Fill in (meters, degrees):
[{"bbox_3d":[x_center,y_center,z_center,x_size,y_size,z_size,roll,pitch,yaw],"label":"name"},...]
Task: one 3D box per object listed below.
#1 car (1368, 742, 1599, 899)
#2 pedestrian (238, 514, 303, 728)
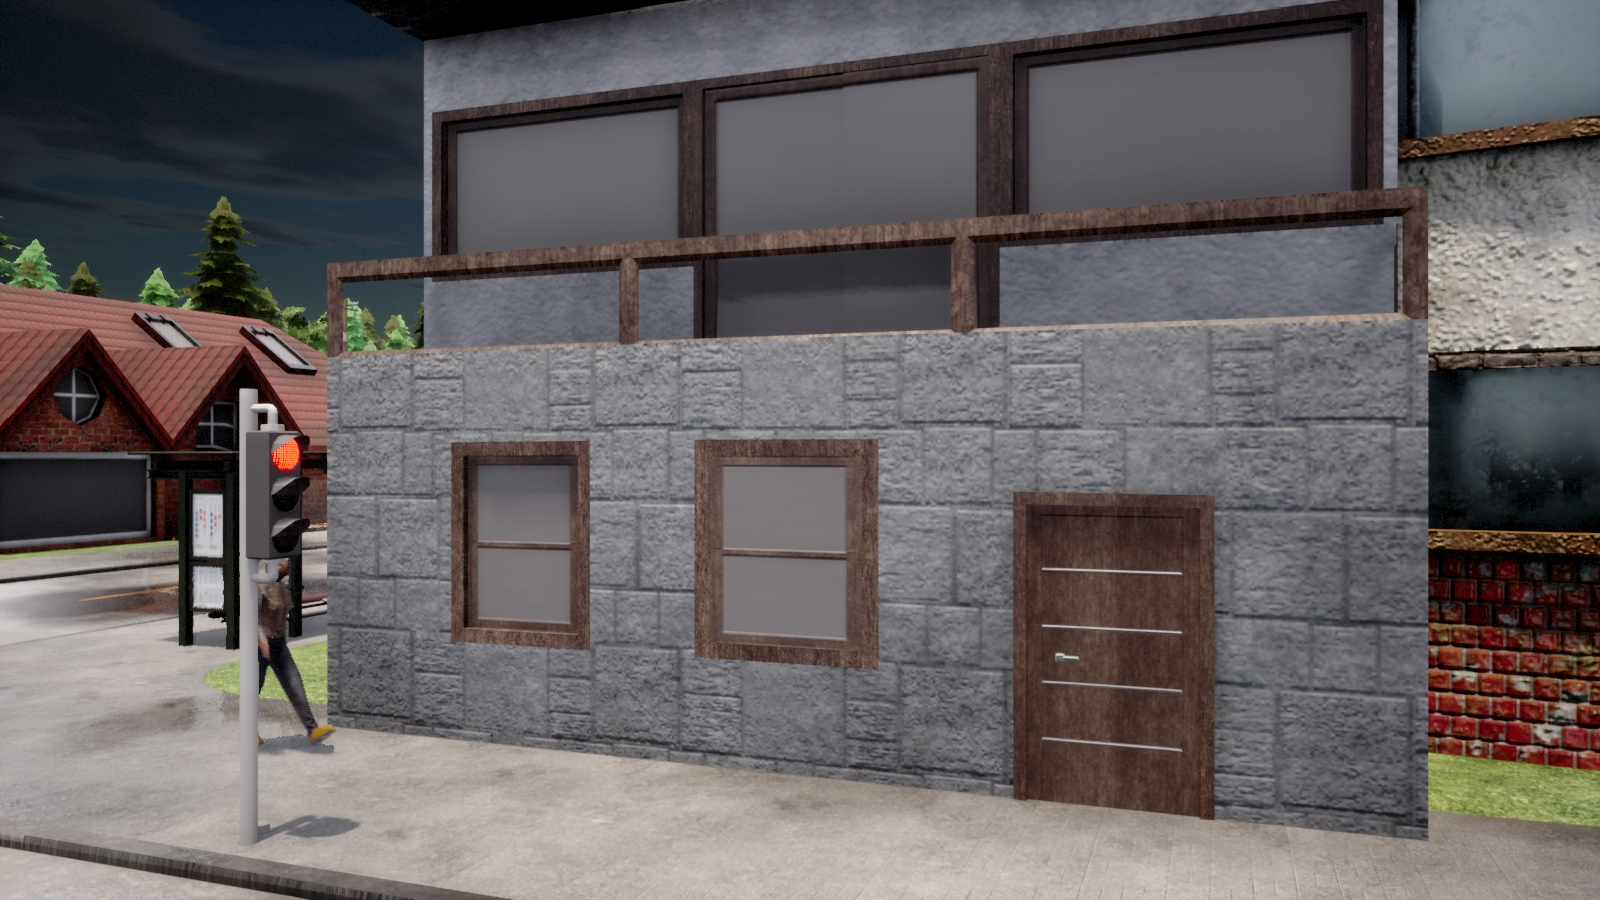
[{"bbox_3d":[3.429,1.806,2.544,3.705,1.549,1.789,0,0,20],"label":"car"},{"bbox_3d":[-4.763,1.516,10.282,0.375,1.860,0.375,0,0,21],"label":"pedestrian"}]
